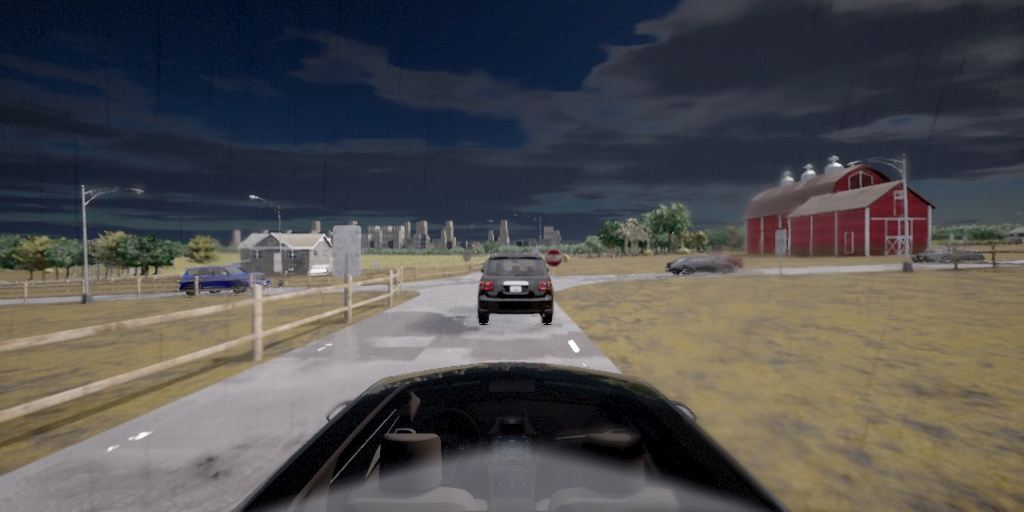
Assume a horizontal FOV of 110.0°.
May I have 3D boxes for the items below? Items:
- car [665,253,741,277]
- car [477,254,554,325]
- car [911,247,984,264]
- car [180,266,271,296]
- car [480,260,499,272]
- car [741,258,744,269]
[{"bbox_3d":[13.629,0.704,26.170,4.674,1.442,1.812,-2,0,0],"label":"car"},{"bbox_3d":[0.103,0.973,12.001,2.150,2.045,5.566,0,0,0],"label":"car"},{"bbox_3d":[35.240,-0.047,29.083,4.181,1.385,1.994,-2,0,0],"label":"car"},{"bbox_3d":[-20.780,1.737,26.059,5.566,2.045,2.150,-2,0,0],"label":"car"},{"bbox_3d":[-2.847,1.268,46.785,2.128,1.511,4.902,0,0,0],"label":"car"},{"bbox_3d":[15.950,0.571,29.064,5.008,1.535,1.882,-2,0,0],"label":"car"}]
